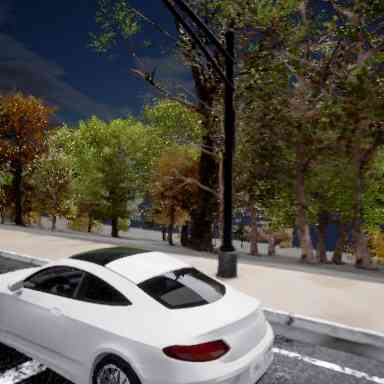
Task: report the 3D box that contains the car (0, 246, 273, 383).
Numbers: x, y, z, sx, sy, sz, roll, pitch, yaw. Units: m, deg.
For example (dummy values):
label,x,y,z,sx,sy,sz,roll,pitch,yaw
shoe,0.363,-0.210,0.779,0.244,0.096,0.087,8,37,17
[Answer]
label,x,y,z,sx,sy,sz,roll,pitch,yaw
car,-1.241,1.508,4.583,4.674,1.442,1.812,0,0,36
